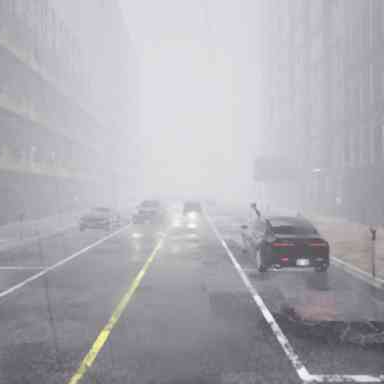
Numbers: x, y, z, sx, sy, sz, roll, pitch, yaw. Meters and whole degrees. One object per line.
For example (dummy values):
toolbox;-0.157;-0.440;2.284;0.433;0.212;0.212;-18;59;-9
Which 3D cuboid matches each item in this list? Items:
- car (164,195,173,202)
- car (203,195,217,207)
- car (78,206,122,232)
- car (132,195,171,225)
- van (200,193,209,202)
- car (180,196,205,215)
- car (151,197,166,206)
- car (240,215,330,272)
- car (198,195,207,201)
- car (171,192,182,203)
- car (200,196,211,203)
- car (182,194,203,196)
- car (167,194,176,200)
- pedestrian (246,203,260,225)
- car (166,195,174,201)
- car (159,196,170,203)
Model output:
car;-5.330;1.449;76.133;1.802;1.307;4.206;1;0;0
car;2.560;1.467;47.717;2.008;1.369;4.403;1;0;0
car;-5.311;1.515;19.669;2.008;1.369;4.403;1;0;0
car;-2.856;1.309;23.498;2.097;1.767;4.553;0;0;0
van;2.555;1.219;70.326;1.690;1.788;3.998;1;0;0
car;0.057;1.447;32.934;1.837;1.490;4.892;0;0;0
car;-5.322;1.471;53.548;1.947;1.339;4.313;1;0;0
car;2.747;1.487;10.650;1.837;1.490;4.892;0;0;0
car;2.549;1.404;81.631;1.887;1.381;4.507;1;0;0
car;-2.782;1.113;64.164;2.150;2.045;5.566;0;0;0
car;2.554;1.438;64.674;2.008;1.369;4.403;1;0;0
car;0.007;1.413;44.838;2.128;1.511;4.902;0;0;0
car;-5.332;1.290;87.427;1.967;1.590;4.097;1;0;0
pedestrian;2.539;1.270;13.608;0.375;1.860;0.375;1;-1;0
car;-5.331;1.384;81.610;1.752;1.417;4.829;1;0;0
car;-5.326;1.468;64.841;1.802;1.307;4.206;1;0;0
